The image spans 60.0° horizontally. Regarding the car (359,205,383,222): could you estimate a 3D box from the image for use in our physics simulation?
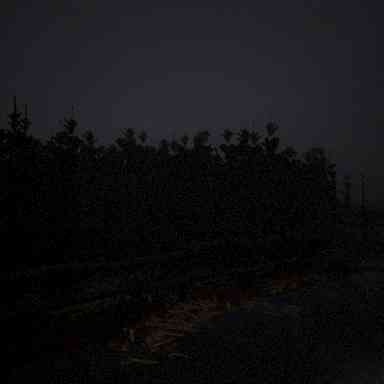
[{"bbox_3d":[12.766,1.601,23.919,1.895,1.301,4.718,0,0,-35],"label":"car"}]
